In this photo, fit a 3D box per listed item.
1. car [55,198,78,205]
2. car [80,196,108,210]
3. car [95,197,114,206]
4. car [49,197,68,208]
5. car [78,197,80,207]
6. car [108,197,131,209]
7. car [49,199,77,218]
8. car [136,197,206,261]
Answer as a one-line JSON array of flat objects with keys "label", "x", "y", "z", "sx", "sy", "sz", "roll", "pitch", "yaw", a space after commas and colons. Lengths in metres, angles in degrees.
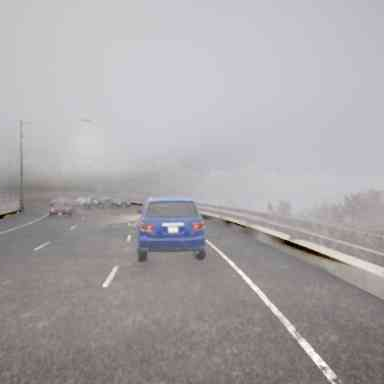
[{"label": "car", "x": -13.706, "y": 1.510, "z": 36.331, "sx": 1.837, "sy": 1.490, "sz": 4.892, "roll": 0, "pitch": 0, "yaw": -20}, {"label": "car", "x": -12.906, "y": 1.335, "z": 43.585, "sx": 2.097, "sy": 1.767, "sz": 4.553, "roll": 0, "pitch": 0, "yaw": -26}, {"label": "car", "x": -14.292, "y": 1.493, "z": 54.271, "sx": 1.812, "sy": 1.442, "sz": 4.674, "roll": 0, "pitch": 0, "yaw": -31}, {"label": "car", "x": -20.531, "y": 1.580, "z": 51.077, "sx": 1.994, "sy": 1.385, "sz": 4.181, "roll": 0, "pitch": 0, "yaw": -31}, {"label": "car", "x": -17.385, "y": 1.517, "z": 52.629, "sx": 1.812, "sy": 1.442, "sz": 4.674, "roll": 0, "pitch": 0, "yaw": -31}, {"label": "car", "x": -9.785, "y": 1.560, "z": 45.156, "sx": 1.895, "sy": 1.301, "sz": 4.718, "roll": 0, "pitch": 0, "yaw": -26}, {"label": "car", "x": -11.924, "y": 1.608, "z": 30.604, "sx": 1.895, "sy": 1.301, "sz": 4.718, "roll": 0, "pitch": 0, "yaw": -17}, {"label": "car", "x": -0.877, "y": 1.199, "z": 12.408, "sx": 2.150, "sy": 2.045, "sz": 5.566, "roll": 0, "pitch": 0, "yaw": -7}]
